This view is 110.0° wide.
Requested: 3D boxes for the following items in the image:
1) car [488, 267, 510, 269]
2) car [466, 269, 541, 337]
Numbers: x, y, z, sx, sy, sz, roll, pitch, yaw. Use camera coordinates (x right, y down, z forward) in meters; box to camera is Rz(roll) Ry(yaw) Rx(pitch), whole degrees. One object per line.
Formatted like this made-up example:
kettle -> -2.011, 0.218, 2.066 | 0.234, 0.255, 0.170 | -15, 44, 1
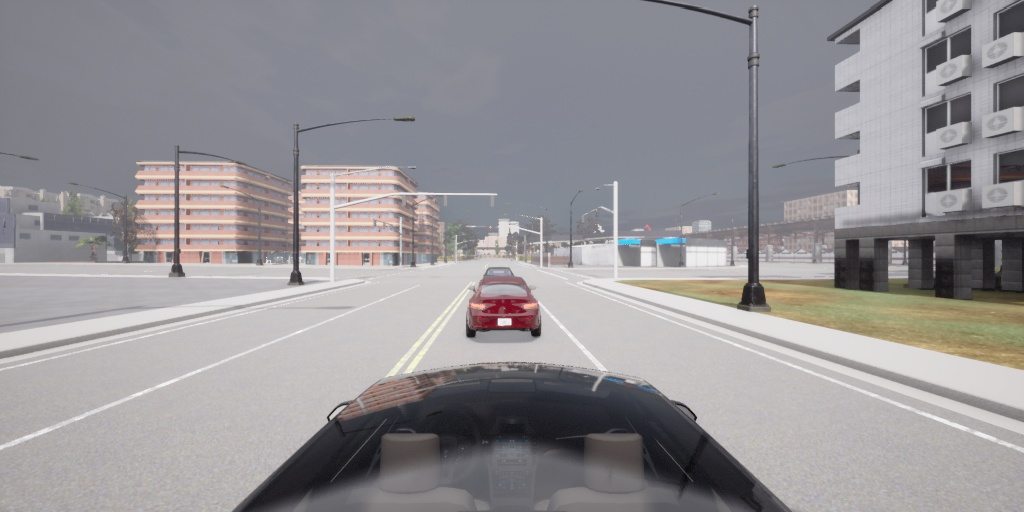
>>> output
car -> -0.727, 1.297, 19.729 | 2.033, 1.411, 5.357 | 0, 0, -3
car -> -0.269, 1.276, 10.155 | 1.812, 1.442, 4.674 | 0, 0, -3
